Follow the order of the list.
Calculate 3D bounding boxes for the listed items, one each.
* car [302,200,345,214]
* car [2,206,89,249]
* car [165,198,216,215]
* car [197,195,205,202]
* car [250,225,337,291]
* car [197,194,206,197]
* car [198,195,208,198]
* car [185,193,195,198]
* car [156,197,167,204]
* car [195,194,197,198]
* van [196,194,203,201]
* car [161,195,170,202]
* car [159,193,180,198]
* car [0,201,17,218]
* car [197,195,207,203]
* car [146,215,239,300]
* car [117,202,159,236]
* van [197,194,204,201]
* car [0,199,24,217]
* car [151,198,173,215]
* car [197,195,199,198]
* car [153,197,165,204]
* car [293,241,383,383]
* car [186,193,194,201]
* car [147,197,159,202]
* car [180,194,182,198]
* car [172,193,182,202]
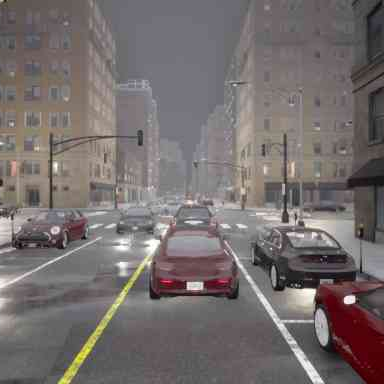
[{"bbox_3d":[14.640,1.649,37.173,4.674,1.442,1.812,0,0,1],"label":"car"},{"bbox_3d":[-5.877,1.445,14.233,1.967,1.590,4.097,0,0,0],"label":"car"},{"bbox_3d":[0.068,1.358,15.603,2.097,1.767,4.553,0,0,0],"label":"car"},{"bbox_3d":[2.127,1.560,80.221,1.967,1.590,4.097,0,0,-1],"label":"car"},{"bbox_3d":[2.658,1.554,8.761,2.008,1.369,4.403,0,0,0],"label":"car"},{"bbox_3d":[2.313,1.596,63.871,1.752,1.417,4.829,0,0,-1],"label":"car"},{"bbox_3d":[2.440,1.591,52.687,1.887,1.381,4.507,0,0,-1],"label":"car"},{"bbox_3d":[-0.535,1.343,79.415,2.150,2.045,5.566,0,0,-1],"label":"car"},{"bbox_3d":[-6.273,1.666,69.117,1.802,1.307,4.206,0,0,-1],"label":"car"},{"bbox_3d":[2.253,1.400,69.208,2.192,1.841,5.009,0,0,-1],"label":"car"},{"bbox_3d":[2.002,1.505,91.236,1.690,1.788,3.998,0,0,-1],"label":"van"},{"bbox_3d":[-6.398,1.560,80.133,1.967,1.590,4.097,0,0,-1],"label":"car"},{"bbox_3d":[-3.263,1.391,48.479,2.097,1.767,4.553,0,0,-1],"label":"car"},{"bbox_3d":[-16.923,1.428,26.975,4.674,1.442,1.812,0,0,-1],"label":"car"},{"bbox_3d":[2.189,1.542,74.715,1.967,1.590,4.097,0,0,-1],"label":"car"},{"bbox_3d":[0.020,1.528,8.299,1.812,1.442,4.674,0,0,-1],"label":"car"},{"bbox_3d":[-2.977,1.533,18.758,1.812,1.442,4.674,1,0,-5],"label":"car"},{"bbox_3d":[2.065,1.482,85.729,1.690,1.788,3.998,0,0,-1],"label":"van"},{"bbox_3d":[-18.195,1.429,30.213,4.892,1.490,1.837,0,0,-1],"label":"car"},{"bbox_3d":[-1.034,1.512,30.341,4.674,1.442,1.812,0,0,0],"label":"car"},{"bbox_3d":[2.377,1.623,58.194,1.947,1.339,4.313,0,0,-1],"label":"car"},{"bbox_3d":[-6.210,1.614,63.610,1.887,1.381,4.507,0,0,-1],"label":"car"},{"bbox_3d":[2.669,1.545,3.270,1.887,1.381,4.507,0,0,0],"label":"car"},{"bbox_3d":[-0.658,1.384,90.133,2.150,2.045,5.566,0,0,-1],"label":"car"},{"bbox_3d":[-6.085,1.596,52.594,2.008,1.369,4.403,0,0,-1],"label":"car"},{"bbox_3d":[-3.420,1.605,67.280,1.812,1.442,4.674,0,0,0],"label":"car"},{"bbox_3d":[-3.518,1.337,77.811,2.150,2.045,5.566,0,0,-1],"label":"car"}]
